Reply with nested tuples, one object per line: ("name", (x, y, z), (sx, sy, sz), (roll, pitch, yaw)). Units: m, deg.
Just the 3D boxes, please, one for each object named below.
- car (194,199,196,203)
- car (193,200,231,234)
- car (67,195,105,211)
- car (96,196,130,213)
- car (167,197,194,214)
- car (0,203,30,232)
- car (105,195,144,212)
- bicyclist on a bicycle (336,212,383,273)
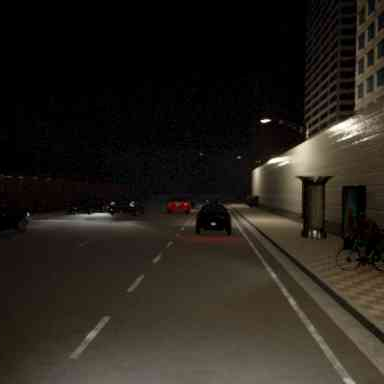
("car", (-0.448, 1.426, 47.526), (1.837, 1.490, 4.892), (1, 1, 4))
("car", (1.264, 1.474, 19.394), (1.882, 1.535, 5.008), (1, 0, 4))
("car", (-8.785, 1.001, 27.933), (1.837, 1.490, 4.892), (1, 0, 4))
("car", (-8.315, 1.273, 35.632), (2.128, 1.511, 4.902), (1, 0, 4))
("car", (-1.261, 1.275, 34.876), (2.097, 1.767, 4.553), (1, 0, 4))
("car", (-9.691, 1.277, 15.779), (2.128, 1.511, 4.902), (1, 0, 4))
("car", (-5.289, 0.926, 27.732), (2.097, 1.767, 4.553), (1, 0, 4))
("bicyclist on a bicycle", (4.742, 1.383, 9.001), (1.656, 1.620, 0.582), (1, 0, 4))
